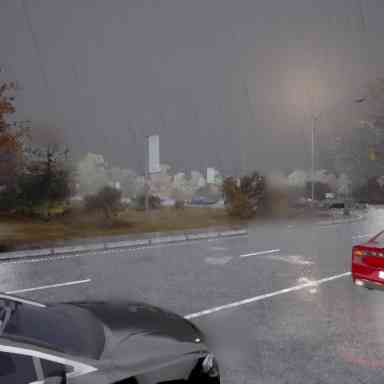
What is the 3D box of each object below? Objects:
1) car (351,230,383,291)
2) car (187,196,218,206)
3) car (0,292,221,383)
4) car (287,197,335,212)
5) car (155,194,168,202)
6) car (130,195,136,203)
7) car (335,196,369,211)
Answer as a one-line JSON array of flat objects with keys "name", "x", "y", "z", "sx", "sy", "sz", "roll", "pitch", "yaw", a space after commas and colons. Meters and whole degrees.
[{"name": "car", "x": 5.757, "y": 1.445, "z": 7.845, "sx": 5.008, "sy": 1.535, "sz": 1.882, "roll": 0, "pitch": 0, "yaw": -35}, {"name": "car", "x": 1.411, "y": 1.341, "z": 49.221, "sx": 2.033, "sy": 1.411, "sz": 5.357, "roll": -1, "pitch": 0, "yaw": -39}, {"name": "car", "x": -1.961, "y": 1.492, "z": 2.332, "sx": 4.902, "sy": 1.511, "sz": 2.128, "roll": 0, "pitch": 0, "yaw": -35}, {"name": "car", "x": 12.340, "y": 1.311, "z": 35.495, "sx": 1.812, "sy": 1.442, "sz": 4.674, "roll": 0, "pitch": 0, "yaw": -37}, {"name": "car", "x": -6.569, "y": 1.122, "z": 64.921, "sx": 2.097, "sy": 1.767, "sz": 4.553, "roll": -1, "pitch": 0, "yaw": -38}, {"name": "car", "x": -10.209, "y": 1.357, "z": 63.896, "sx": 1.837, "sy": 1.490, "sz": 4.892, "roll": -1, "pitch": 0, "yaw": -39}, {"name": "car", "x": 16.486, "y": 1.244, "z": 36.171, "sx": 2.128, "sy": 1.511, "sz": 4.902, "roll": -1, "pitch": 0, "yaw": -41}]
